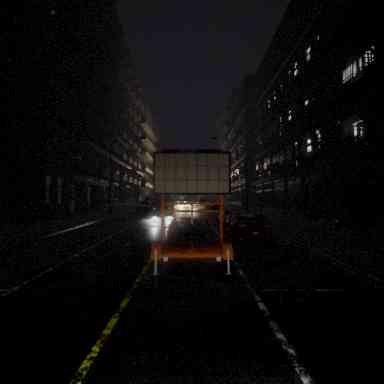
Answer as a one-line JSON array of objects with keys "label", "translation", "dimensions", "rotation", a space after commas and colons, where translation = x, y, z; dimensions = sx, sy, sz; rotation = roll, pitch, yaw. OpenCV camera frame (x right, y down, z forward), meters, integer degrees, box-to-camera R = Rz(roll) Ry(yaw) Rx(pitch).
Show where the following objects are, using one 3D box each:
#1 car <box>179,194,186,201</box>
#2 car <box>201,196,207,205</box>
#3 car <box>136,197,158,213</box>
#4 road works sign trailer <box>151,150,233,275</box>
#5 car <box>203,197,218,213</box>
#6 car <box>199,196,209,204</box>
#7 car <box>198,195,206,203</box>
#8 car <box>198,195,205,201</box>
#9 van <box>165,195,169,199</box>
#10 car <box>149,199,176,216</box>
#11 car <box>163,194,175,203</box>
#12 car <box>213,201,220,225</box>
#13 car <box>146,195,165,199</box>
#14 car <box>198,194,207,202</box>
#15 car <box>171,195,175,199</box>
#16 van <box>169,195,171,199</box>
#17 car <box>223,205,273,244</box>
[{"label": "car", "translation": [-2.717, 1.500, 90.471], "dimensions": [2.150, 2.045, 5.566], "rotation": [0, 0, 0]}, {"label": "car", "translation": [2.599, 1.631, 43.462], "dimensions": [2.008, 1.369, 4.403], "rotation": [1, 0, 0]}, {"label": "car", "translation": [-5.282, 1.591, 37.827], "dimensions": [1.752, 1.417, 4.829], "rotation": [2, 0, 0]}, {"label": "road works sign trailer", "translation": [0.001, 0.474, 10.477], "dimensions": [2.380, 3.560, 2.880], "rotation": [0, 0, 0]}, {"label": "car", "translation": [2.598, 1.610, 37.930], "dimensions": [1.887, 1.381, 4.507], "rotation": [1, 0, 0]}, {"label": "car", "translation": [2.619, 1.621, 71.116], "dimensions": [1.967, 1.590, 4.097], "rotation": [1, 0, 0]}, {"label": "car", "translation": [2.606, 1.679, 60.054], "dimensions": [1.887, 1.381, 4.507], "rotation": [1, 0, 0]}, {"label": "car", "translation": [2.585, 1.728, 93.241], "dimensions": [1.967, 1.590, 4.097], "rotation": [1, 0, 0]}, {"label": "van", "translation": [-5.271, 1.455, 54.587], "dimensions": [1.690, 1.788, 3.998], "rotation": [2, 0, 0]}, {"label": "car", "translation": [-2.839, 1.655, 33.627], "dimensions": [1.895, 1.301, 4.718], "rotation": [0, 0, 0]}, {"label": "car", "translation": [-5.263, 1.520, 76.710], "dimensions": [2.192, 1.841, 5.009], "rotation": [1, 0, 0]}, {"label": "car", "translation": [2.593, 1.552, 21.510], "dimensions": [1.752, 1.417, 4.829], "rotation": [1, 0, 0]}, {"label": "car", "translation": [-5.274, 1.395, 43.529], "dimensions": [2.192, 1.841, 5.009], "rotation": [2, 0, 0]}, {"label": "car", "translation": [2.584, 1.545, 82.178], "dimensions": [2.192, 1.841, 5.009], "rotation": [1, 0, 0]}, {"label": "car", "translation": [-5.265, 1.496, 71.180], "dimensions": [2.192, 1.841, 5.009], "rotation": [1, 0, 0]}, {"label": "van", "translation": [-5.270, 1.476, 60.119], "dimensions": [1.690, 1.788, 3.998], "rotation": [1, 0, 0]}, {"label": "car", "translation": [2.590, 1.562, 15.808], "dimensions": [1.887, 1.381, 4.507], "rotation": [1, 0, 0]}]
